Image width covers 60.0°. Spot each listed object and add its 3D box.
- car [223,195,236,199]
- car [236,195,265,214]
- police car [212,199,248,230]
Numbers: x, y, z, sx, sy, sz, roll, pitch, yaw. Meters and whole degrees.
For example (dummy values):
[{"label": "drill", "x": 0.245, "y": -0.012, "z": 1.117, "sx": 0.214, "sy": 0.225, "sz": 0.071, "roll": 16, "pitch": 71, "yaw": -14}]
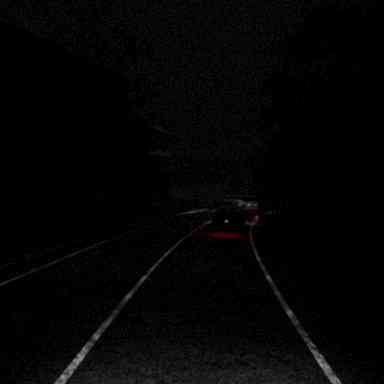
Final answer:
[{"label": "car", "x": 5.542, "y": 1.415, "z": 44.535, "sx": 2.150, "sy": 2.045, "sz": 5.566, "roll": 2, "pitch": 0, "yaw": 21}, {"label": "car", "x": 7.120, "y": 1.470, "z": 38.783, "sx": 2.150, "sy": 2.045, "sz": 5.566, "roll": 2, "pitch": 0, "yaw": 20}, {"label": "police car", "x": 2.476, "y": 1.502, "z": 21.830, "sx": 1.930, "sy": 1.638, "sz": 5.238, "roll": 1, "pitch": 0, "yaw": 11}]
